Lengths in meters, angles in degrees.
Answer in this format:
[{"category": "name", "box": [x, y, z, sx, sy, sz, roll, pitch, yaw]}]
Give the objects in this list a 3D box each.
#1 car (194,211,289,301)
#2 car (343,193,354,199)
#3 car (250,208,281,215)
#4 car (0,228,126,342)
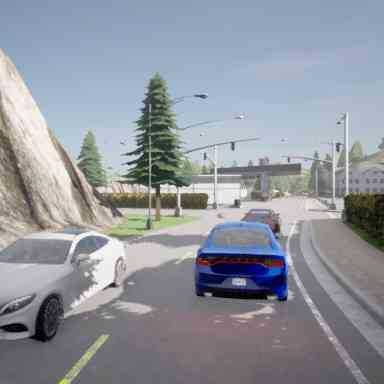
[{"category": "car", "box": [1.287, 1.478, 8.474, 1.882, 1.535, 5.008, 0, 0, 10]}, {"category": "car", "box": [40.162, 1.077, 82.998, 3.866, 1.878, 1.905, 0, 0, 19]}, {"category": "car", "box": [3.687, 1.564, 17.664, 1.994, 1.385, 4.181, 0, 0, 17]}, {"category": "car", "box": [-2.777, 1.526, 6.711, 1.812, 1.442, 4.674, 0, 0, 9]}]
